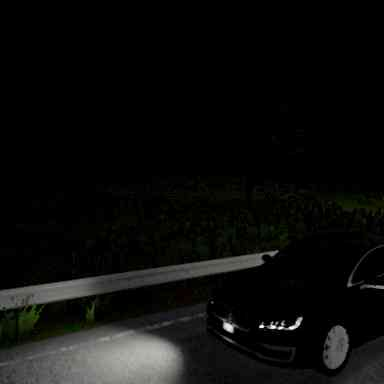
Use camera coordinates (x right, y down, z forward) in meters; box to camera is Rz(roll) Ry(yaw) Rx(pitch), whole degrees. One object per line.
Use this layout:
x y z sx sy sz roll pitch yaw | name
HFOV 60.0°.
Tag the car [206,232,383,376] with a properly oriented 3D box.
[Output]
2.493 1.505 5.639 4.892 1.490 1.837 0 0 -34 | car
